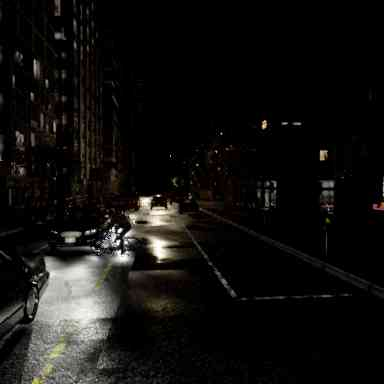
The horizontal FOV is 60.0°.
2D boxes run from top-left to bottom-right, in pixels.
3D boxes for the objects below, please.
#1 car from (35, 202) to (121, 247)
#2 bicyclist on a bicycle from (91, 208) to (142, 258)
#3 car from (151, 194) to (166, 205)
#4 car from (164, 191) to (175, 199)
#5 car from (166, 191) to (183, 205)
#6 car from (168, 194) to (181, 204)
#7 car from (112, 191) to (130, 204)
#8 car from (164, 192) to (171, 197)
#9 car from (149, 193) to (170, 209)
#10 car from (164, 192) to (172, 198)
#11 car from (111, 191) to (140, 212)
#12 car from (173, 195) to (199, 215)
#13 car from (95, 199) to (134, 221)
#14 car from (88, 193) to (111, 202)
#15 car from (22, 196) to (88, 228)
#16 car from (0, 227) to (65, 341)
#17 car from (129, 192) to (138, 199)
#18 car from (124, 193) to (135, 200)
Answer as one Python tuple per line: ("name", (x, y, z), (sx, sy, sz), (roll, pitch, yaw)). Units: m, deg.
("car", (-4.468, 1.384, 13.931), (2.128, 1.511, 4.902), (0, 1, -6))
("bicyclist on a bicycle", (-2.493, 1.368, 10.952), (1.656, 1.620, 0.582), (-1, 1, -6))
("car", (-5.174, 1.105, 51.125), (2.033, 1.411, 5.357), (0, 1, -6))
("car", (-5.137, 0.653, 75.331), (2.192, 1.841, 5.009), (-1, 1, -6))
("car", (-2.235, 0.897, 47.811), (2.192, 1.841, 5.009), (-1, 1, -6))
("car", (-2.829, 1.057, 53.486), (1.752, 1.417, 4.829), (-1, 1, -6))
("car", (-11.150, 0.871, 52.446), (2.192, 1.841, 5.009), (-1, 1, -6))
("car", (-6.874, 0.773, 91.844), (1.802, 1.307, 4.206), (-1, 1, -6))
("car", (-3.806, 1.197, 38.253), (1.812, 1.442, 4.674), (0, 0, -6))
("car", (-6.294, 0.806, 86.340), (1.947, 1.339, 4.313), (-1, 1, -6))
("car", (-6.569, 0.933, 34.351), (2.150, 2.045, 5.566), (0, 1, -5))
("car", (-0.400, 1.286, 30.572), (2.008, 1.369, 4.403), (-1, 1, -6))
("car", (-5.516, 1.405, 23.936), (1.895, 1.301, 4.718), (0, 1, -6))
("car", (-8.761, 1.198, 29.707), (1.967, 1.590, 4.097), (-1, 1, -6))
("car", (-7.692, 1.170, 18.688), (2.192, 1.841, 5.009), (-1, 1, -6))
("car", (-3.436, 1.525, 4.214), (2.033, 1.411, 5.357), (0, 1, -6))
("car", (-14.032, 0.838, 79.800), (1.752, 1.417, 4.829), (-1, 1, -6))
("car", (-12.888, 0.954, 68.961), (1.887, 1.381, 4.507), (-1, 1, -6))
